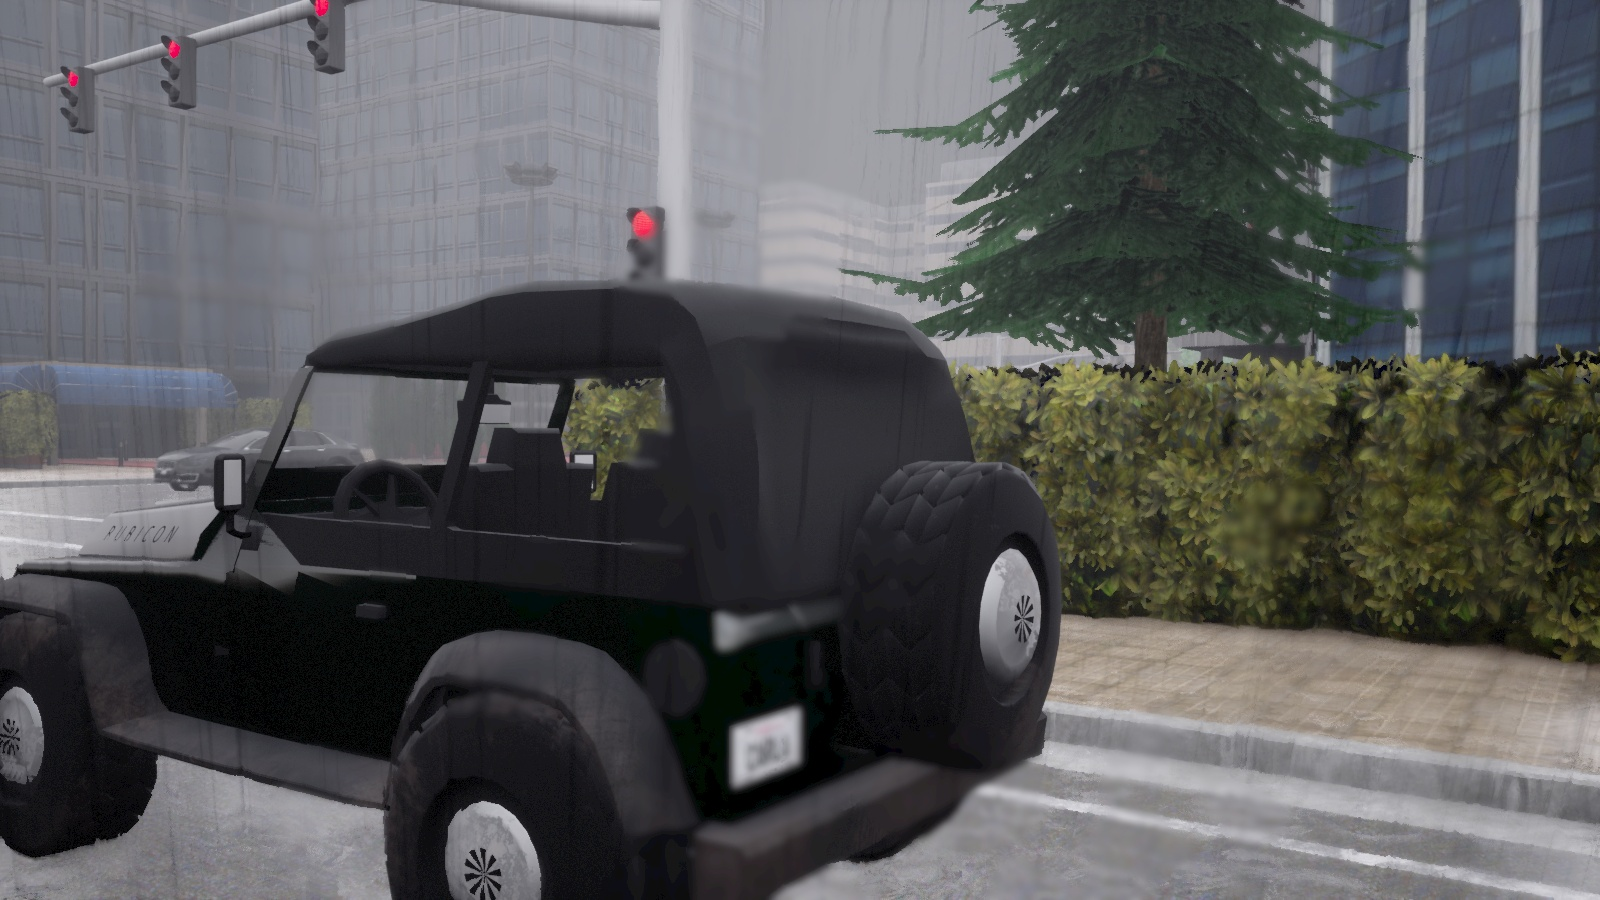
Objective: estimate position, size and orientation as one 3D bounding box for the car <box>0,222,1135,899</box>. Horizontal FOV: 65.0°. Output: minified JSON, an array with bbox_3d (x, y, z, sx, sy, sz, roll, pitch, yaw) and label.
[{"bbox_3d":[-1.061,0.478,4.325,3.866,1.878,1.905,0,1,34],"label":"car"}]

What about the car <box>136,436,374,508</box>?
[{"bbox_3d":[-12.604,0.449,29.402,1.837,1.490,4.892,0,1,33],"label":"car"}]
